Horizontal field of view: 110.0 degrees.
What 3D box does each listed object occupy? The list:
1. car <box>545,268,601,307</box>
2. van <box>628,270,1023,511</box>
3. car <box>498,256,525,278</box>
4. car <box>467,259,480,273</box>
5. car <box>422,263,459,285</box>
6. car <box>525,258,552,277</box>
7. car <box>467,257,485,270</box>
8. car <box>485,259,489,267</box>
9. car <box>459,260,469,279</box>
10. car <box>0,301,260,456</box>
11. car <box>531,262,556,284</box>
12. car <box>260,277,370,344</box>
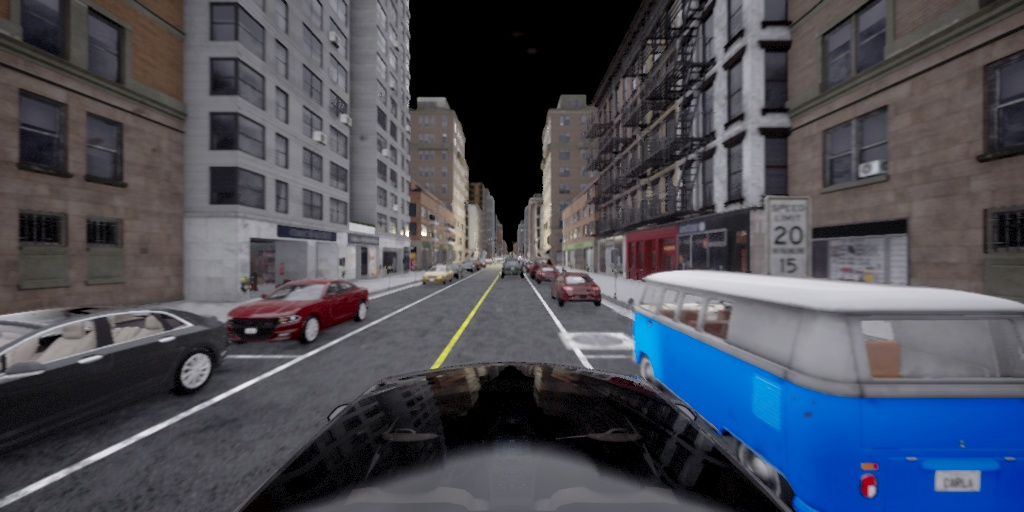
[{"bbox_3d":[2.639,1.343,15.332,1.802,1.307,4.207,0,0,0],"label":"car"},{"bbox_3d":[2.638,1.093,3.970,1.690,1.789,3.998,0,0,0],"label":"van"},{"bbox_3d":[0.064,1.118,34.361,2.097,1.767,4.553,0,0,1],"label":"car"},{"bbox_3d":[-5.384,1.333,43.735,1.948,1.339,4.313,0,0,0],"label":"car"},{"bbox_3d":[-5.385,1.291,26.520,1.751,1.417,4.829,0,0,0],"label":"car"},{"bbox_3d":[2.640,1.081,32.377,2.192,1.841,5.009,0,0,0],"label":"car"},{"bbox_3d":[-5.384,1.082,49.417,2.192,1.841,5.009,0,0,0],"label":"car"},{"bbox_3d":[-5.383,1.208,60.781,1.967,1.591,4.097,0,0,0],"label":"car"},{"bbox_3d":[-5.385,1.332,32.372,1.948,1.339,4.313,0,0,0],"label":"car"},{"bbox_3d":[-5.387,1.303,3.962,2.007,1.370,4.403,0,0,0],"label":"car"},{"bbox_3d":[2.640,1.348,26.695,1.802,1.307,4.207,0,0,0],"label":"car"},{"bbox_3d":[-5.387,1.302,9.643,1.888,1.381,4.507,0,0,0],"label":"car"}]
